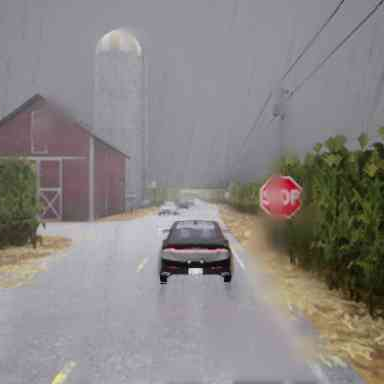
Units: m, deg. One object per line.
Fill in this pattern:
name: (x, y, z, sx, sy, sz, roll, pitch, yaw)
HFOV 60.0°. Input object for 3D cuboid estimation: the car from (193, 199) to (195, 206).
car: (-0.478, 1.831, 64.293, 2.097, 1.767, 4.553, 0, -1, 3)

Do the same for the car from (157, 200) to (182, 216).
car: (-2.431, 1.792, 35.839, 1.812, 1.442, 4.674, 0, 0, 3)

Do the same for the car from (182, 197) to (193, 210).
car: (-1.405, 1.921, 50.441, 2.033, 1.411, 5.357, 0, 0, 5)

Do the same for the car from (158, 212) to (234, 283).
car: (0.110, 1.566, 9.848, 2.128, 1.511, 4.902, 0, 0, 1)
